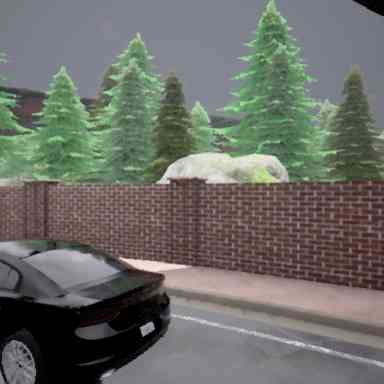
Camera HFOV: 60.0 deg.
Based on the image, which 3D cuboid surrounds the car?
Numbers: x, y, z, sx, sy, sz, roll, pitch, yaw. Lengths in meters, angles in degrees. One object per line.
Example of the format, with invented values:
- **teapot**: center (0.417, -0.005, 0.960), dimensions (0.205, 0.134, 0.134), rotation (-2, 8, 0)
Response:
- **car**: center (-2.715, 1.473, 5.108), dimensions (5.008, 1.535, 1.882), rotation (0, 0, 28)
